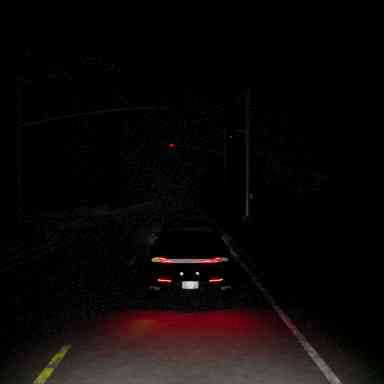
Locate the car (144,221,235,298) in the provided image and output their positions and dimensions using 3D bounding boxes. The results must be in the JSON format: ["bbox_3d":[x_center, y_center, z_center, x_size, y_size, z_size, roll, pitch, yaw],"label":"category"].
[{"bbox_3d":[-0.071,1.492,8.530,2.128,1.511,4.902,0,0,-1],"label":"car"}]
